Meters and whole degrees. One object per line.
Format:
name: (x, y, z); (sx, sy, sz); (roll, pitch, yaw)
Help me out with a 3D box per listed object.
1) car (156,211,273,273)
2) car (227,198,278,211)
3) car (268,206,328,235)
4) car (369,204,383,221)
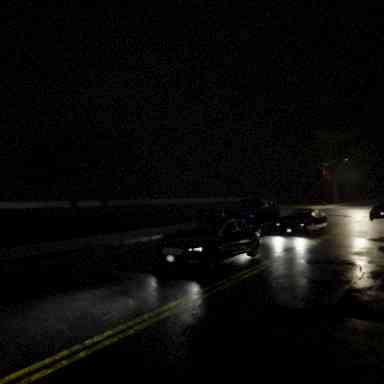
car: (0.768, 1.625, 11.450); (2.128, 1.511, 4.902); (-1, -1, 34)
car: (4.010, 1.417, 21.746); (2.150, 2.045, 5.566); (-1, -1, 35)
car: (6.770, 1.693, 20.130); (2.033, 1.411, 5.357); (-1, -1, 35)
car: (16.162, 1.658, 27.896); (1.994, 1.385, 4.181); (-1, -1, 35)
